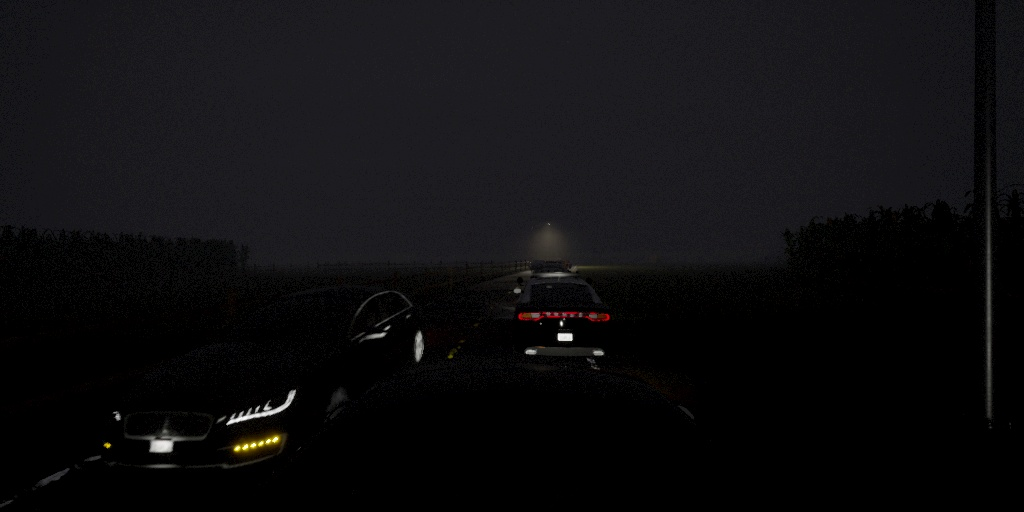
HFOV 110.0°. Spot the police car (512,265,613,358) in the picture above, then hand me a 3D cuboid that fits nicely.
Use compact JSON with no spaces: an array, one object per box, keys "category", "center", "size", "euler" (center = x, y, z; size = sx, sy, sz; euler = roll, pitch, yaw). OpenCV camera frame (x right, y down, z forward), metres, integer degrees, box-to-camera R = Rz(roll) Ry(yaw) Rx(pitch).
[{"category":"police car","center":[1.053,1.173,8.661],"size":[1.930,1.638,5.238],"euler":[0,0,3]}]

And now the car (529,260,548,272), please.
[{"category":"car","center":[3.444,1.237,46.121],"size":[1.812,1.442,4.674],"euler":[0,0,11]}]

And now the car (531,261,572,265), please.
[{"category":"car","center":[1.959,1.218,18.357],"size":[1.882,1.535,5.008],"euler":[0,0,7]}]

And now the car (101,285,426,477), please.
[{"category":"car","center":[-2.673,1.255,5.264],"size":[1.837,1.490,4.892],"euler":[0,0,2]}]

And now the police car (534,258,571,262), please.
[{"category":"police car","center":[2.845,1.159,24.311],"size":[1.930,1.638,5.238],"euler":[0,0,10]}]

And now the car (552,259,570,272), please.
[{"category":"car","center":[6.202,1.188,45.284],"size":[1.882,1.535,5.008],"euler":[0,0,12]}]
